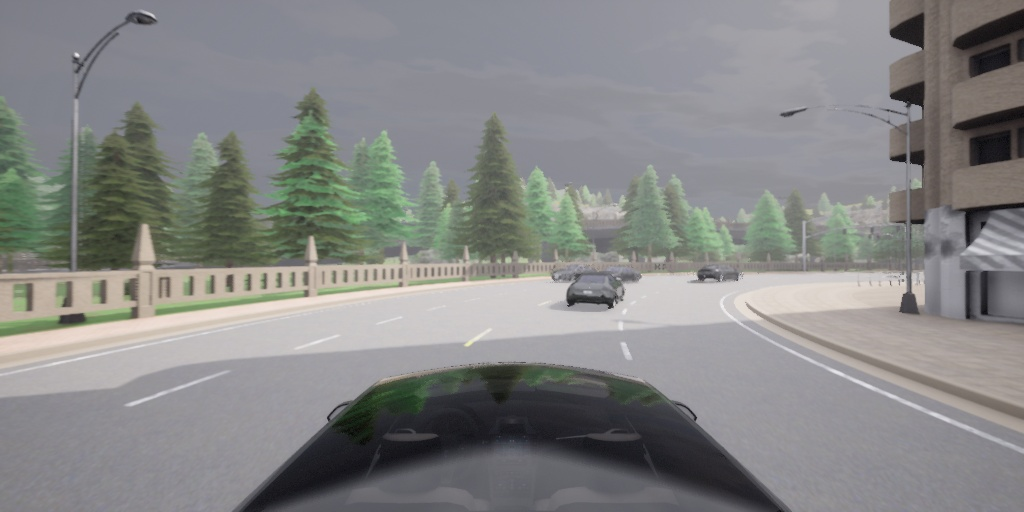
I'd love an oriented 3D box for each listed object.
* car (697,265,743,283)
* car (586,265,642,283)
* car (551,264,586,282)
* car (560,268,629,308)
[{"bbox_3d":[18.638,1.539,32.105,4.892,1.490,1.837,1,-1,-31],"label":"car"},{"bbox_3d":[8.639,1.512,29.226,5.357,1.411,2.033,1,-1,-45],"label":"car"},{"bbox_3d":[5.311,1.446,30.560,2.128,1.511,4.902,0,-1,45],"label":"car"},{"bbox_3d":[3.837,1.422,16.038,1.994,1.385,4.181,0,0,24],"label":"car"}]
